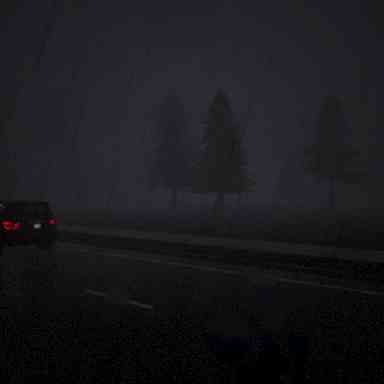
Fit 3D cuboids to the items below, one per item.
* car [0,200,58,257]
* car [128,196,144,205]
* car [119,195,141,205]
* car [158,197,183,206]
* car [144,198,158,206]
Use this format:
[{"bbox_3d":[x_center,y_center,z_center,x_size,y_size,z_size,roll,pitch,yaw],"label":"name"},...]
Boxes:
[{"bbox_3d":[-7.845,1.351,13.699,5.566,2.045,2.150,0,0,35],"label":"car"},{"bbox_3d":[-9.990,1.991,68.460,2.033,1.411,5.357,-1,0,36],"label":"car"},{"bbox_3d":[-12.854,1.708,70.477,2.150,2.045,5.566,-1,0,36],"label":"car"},{"bbox_3d":[-3.782,1.737,65.175,2.097,1.767,4.553,-1,0,36],"label":"car"},{"bbox_3d":[-6.883,2.018,66.806,1.895,1.301,4.718,-1,0,36],"label":"car"}]
